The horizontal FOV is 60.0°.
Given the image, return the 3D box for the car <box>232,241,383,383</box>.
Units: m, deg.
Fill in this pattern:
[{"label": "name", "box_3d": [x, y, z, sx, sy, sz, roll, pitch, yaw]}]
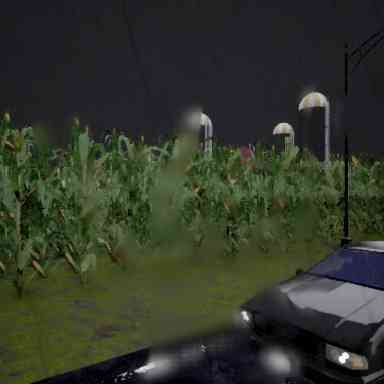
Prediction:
[{"label": "car", "box_3d": [3.169, 1.550, 5.335, 5.357, 1.411, 2.033, 0, 0, -36]}]
